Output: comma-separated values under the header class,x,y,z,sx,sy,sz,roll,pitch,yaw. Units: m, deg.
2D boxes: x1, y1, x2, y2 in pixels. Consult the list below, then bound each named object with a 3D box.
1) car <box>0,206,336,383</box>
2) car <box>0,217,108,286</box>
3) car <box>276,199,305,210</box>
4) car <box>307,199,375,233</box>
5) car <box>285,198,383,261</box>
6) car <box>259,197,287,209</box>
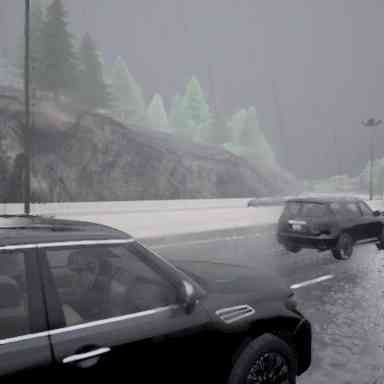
class,x,y,z,sx,sy,sz,roll,pitch,yaw
car,-1.350,1.228,2.866,5.566,2.045,2.150,0,0,-36
car,-4.865,1.546,8.985,4.674,1.442,1.812,0,0,-36
car,13.217,1.652,44.350,1.895,1.301,4.718,0,0,42
car,9.165,1.372,20.350,4.553,1.767,2.097,0,0,-41
car,5.507,1.234,12.578,5.566,2.045,2.150,0,0,-39
car,11.735,1.536,47.973,1.882,1.535,5.008,0,0,41
